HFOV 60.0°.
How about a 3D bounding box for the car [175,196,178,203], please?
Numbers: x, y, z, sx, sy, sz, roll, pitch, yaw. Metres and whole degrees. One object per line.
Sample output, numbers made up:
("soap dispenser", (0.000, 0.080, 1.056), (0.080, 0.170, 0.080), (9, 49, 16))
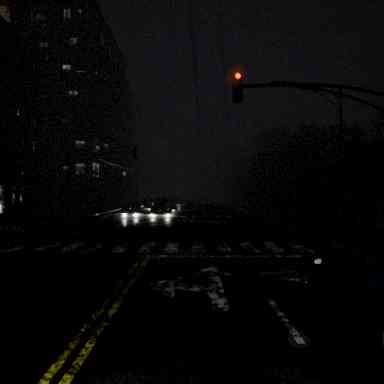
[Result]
("car", (-3.318, 1.487, 46.114), (1.882, 1.535, 5.008), (0, 0, 0))

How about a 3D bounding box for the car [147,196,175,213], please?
("car", (-3.327, 1.357, 36.889), (2.097, 1.767, 4.553), (0, 0, 0))

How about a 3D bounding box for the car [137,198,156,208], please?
("car", (-6.569, 1.557, 48.375), (2.033, 1.411, 5.357), (0, 0, 0))

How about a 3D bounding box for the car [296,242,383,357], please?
("car", (3.355, 1.547, 5.374), (2.033, 1.411, 5.357), (0, 0, 0))

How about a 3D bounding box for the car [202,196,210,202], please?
("car", (3.302, 1.628, 78.391), (1.895, 1.301, 4.718), (0, 0, 0))

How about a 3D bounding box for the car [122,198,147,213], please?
("car", (-6.575, 1.569, 37.498), (1.994, 1.385, 4.181), (0, 0, 0))

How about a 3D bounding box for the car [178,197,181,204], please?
("car", (-3.266, 1.527, 63.441), (1.837, 1.490, 4.892), (0, -1, 0))

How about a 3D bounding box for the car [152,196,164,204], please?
("car", (-6.504, 1.585, 64.132), (1.994, 1.385, 4.181), (0, 0, 0))
